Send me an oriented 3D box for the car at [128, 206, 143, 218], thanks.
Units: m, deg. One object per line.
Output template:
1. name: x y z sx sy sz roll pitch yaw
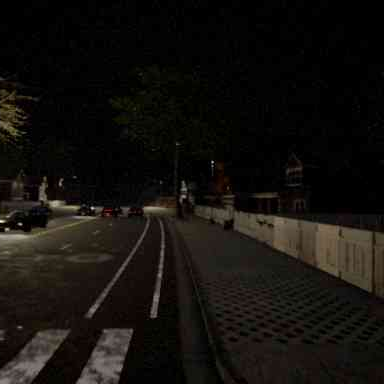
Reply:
1. car: -7.278 2.556 42.929 2.033 1.411 5.357 1 -1 -7

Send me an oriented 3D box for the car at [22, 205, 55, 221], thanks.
1. car: -16.257 2.189 35.530 1.812 1.442 4.674 1 -2 -7

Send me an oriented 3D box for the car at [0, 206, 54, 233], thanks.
1. car: -11.600 1.970 23.079 2.033 1.411 5.357 1 -2 -6

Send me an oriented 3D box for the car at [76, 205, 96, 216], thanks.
1. car: -14.117 2.479 44.503 2.033 1.411 5.357 1 -2 -8

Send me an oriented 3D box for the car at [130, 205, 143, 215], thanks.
1. car: -8.769 2.833 52.519 1.895 1.301 4.718 1 -2 -10

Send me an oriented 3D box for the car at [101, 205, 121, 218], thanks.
1. car: -10.431 2.439 42.156 1.837 1.490 4.892 1 -2 -10
